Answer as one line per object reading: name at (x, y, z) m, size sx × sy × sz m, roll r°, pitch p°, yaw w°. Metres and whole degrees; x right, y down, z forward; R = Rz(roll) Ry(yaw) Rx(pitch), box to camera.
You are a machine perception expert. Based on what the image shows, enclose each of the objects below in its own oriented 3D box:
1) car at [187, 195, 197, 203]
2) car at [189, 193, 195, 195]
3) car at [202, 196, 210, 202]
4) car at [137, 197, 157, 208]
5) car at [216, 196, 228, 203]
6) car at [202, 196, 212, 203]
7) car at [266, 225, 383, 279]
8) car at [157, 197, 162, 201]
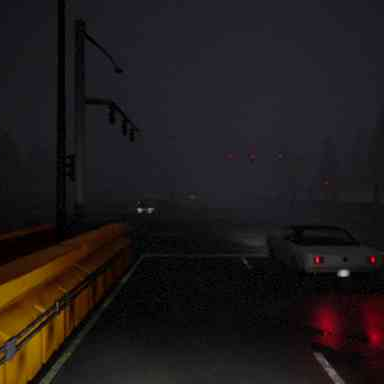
car at (0.036, 1.880, 75.531) m, size 1.895 × 1.301 × 4.718 m, roll 0°, pitch 0°, yaw 0°
car at (0.041, 1.389, 85.536) m, size 2.150 × 2.045 × 5.566 m, roll 0°, pitch 0°, yaw 0°
car at (3.541, 1.716, 85.503) m, size 1.994 × 1.385 × 4.181 m, roll 0°, pitch 0°, yaw 0°
car at (-7.043, 1.550, 51.191) m, size 2.097 × 1.767 × 4.553 m, roll 0°, pitch 0°, yaw 0°
car at (7.036, 1.760, 75.082) m, size 1.882 × 1.535 × 5.008 m, roll 0°, pitch 0°, yaw 0°
car at (3.536, 1.760, 75.083) m, size 1.882 × 1.535 × 5.008 m, roll 0°, pitch 0°, yaw 0°
car at (3.594, 1.641, 10.085) m, size 1.895 × 1.301 × 4.718 m, roll 0°, pitch 0°, yaw 0°
car at (-6.972, 1.802, 66.590) m, size 2.033 × 1.411 × 5.357 m, roll 0°, pitch 0°, yaw 0°
